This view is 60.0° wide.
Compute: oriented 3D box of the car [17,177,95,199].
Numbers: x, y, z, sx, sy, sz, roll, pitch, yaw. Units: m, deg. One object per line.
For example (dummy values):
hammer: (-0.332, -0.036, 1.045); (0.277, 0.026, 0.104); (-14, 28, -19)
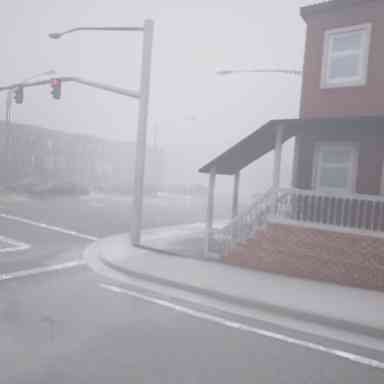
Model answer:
car: (-11.309, -0.243, 28.080); (2.033, 1.411, 5.357); (6, 4, 37)

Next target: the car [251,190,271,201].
car: (9.803, 0.452, 45.209); (1.895, 1.301, 4.718); (6, 4, 35)

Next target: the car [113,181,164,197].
car: (-5.680, -0.282, 35.896); (1.837, 1.490, 4.892); (6, 4, 35)

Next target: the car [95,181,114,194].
car: (-8.621, -0.548, 37.792); (2.033, 1.411, 5.357); (6, 4, 35)

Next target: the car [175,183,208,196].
car: (0.312, -0.277, 44.204); (1.837, 1.490, 4.892); (6, 4, 36)

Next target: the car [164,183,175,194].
car: (-2.423, -0.544, 46.386); (2.033, 1.411, 5.357); (6, 4, 36)

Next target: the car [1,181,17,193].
car: (-14.356, -0.607, 29.802); (2.128, 1.511, 4.902); (6, 4, 36)
